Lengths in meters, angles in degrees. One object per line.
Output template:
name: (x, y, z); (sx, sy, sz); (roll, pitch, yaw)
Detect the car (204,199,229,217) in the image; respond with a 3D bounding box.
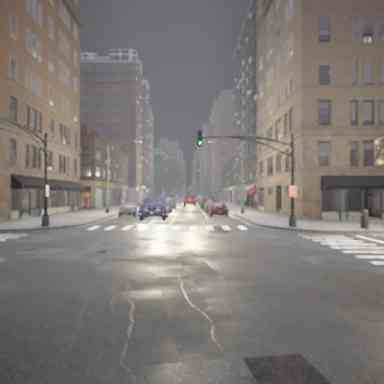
car: (2.524, 1.673, 32.393); (1.887, 1.381, 4.507); (0, 0, -1)

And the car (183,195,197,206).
car: (-0.412, 1.494, 59.125); (2.150, 2.045, 5.566); (0, 0, -1)

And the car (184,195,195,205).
car: (-0.519, 1.568, 69.843); (2.150, 2.045, 5.566); (0, 0, -1)

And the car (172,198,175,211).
car: (-3.308, 1.727, 39.120); (1.994, 1.385, 4.181); (0, 0, -2)

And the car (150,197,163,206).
car: (-6.273, 1.719, 59.852); (1.967, 1.590, 4.097); (0, 0, -1)

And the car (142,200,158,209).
car: (-6.165, 1.796, 48.835); (1.802, 1.307, 4.206); (0, 0, -1)

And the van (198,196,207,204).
van: (2.143, 1.690, 70.942); (1.690, 1.788, 3.998); (0, 0, -1)

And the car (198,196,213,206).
car: (2.361, 1.527, 48.915); (2.192, 1.841, 5.009); (0, 0, -1)

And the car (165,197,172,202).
car: (-6.602, 2.096, 92.900); (1.802, 1.307, 4.206); (0, 0, -1)

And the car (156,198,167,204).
car: (-6.383, 1.918, 70.866); (1.947, 1.339, 4.313); (0, 0, -1)

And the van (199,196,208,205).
van: (2.198, 1.653, 65.435); (1.690, 1.788, 3.998); (0, 0, -1)

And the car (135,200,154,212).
car: (-6.110, 1.729, 43.328); (1.887, 1.381, 4.507); (0, 0, -1)

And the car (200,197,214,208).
car: (2.413, 1.708, 43.577); (1.752, 1.417, 4.829); (0, 0, -1)

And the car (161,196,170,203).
car: (-6.492, 1.871, 81.884); (1.967, 1.590, 4.097); (0, 0, -1)

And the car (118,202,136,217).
car: (-6.001, 1.682, 32.312); (2.008, 1.369, 4.403); (0, 0, -1)

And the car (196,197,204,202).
car: (1.978, 2.020, 87.463); (2.008, 1.369, 4.403); (0, 0, -1)

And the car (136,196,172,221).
car: (-3.214, 1.338, 29.066); (2.150, 2.045, 5.566); (0, 0, -1)

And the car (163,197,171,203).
car: (-6.545, 1.996, 87.222); (1.752, 1.417, 4.829); (0, 0, -1)

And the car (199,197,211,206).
car: (2.252, 1.717, 59.927); (1.967, 1.590, 4.097); (0, 0, -1)

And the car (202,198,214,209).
car: (2.470, 1.720, 37.900); (1.947, 1.339, 4.313); (0, 0, -1)

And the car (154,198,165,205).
car: (-6.329, 1.896, 65.358); (1.802, 1.307, 4.206); (0, 0, -1)

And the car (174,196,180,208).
car: (-3.316, 1.707, 49.305); (2.128, 1.511, 4.902); (0, 0, -1)
